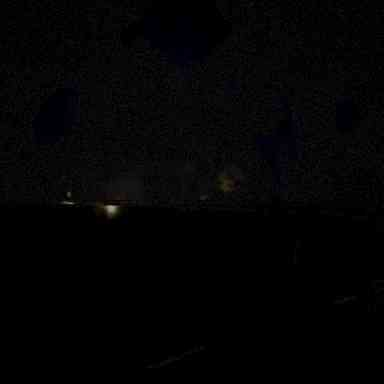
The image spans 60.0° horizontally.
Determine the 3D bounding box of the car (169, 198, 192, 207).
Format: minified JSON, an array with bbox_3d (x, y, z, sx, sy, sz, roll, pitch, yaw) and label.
[{"bbox_3d":[-1.998,1.731,55.816,1.882,1.535,5.008,-1,0,-35],"label":"car"}]
